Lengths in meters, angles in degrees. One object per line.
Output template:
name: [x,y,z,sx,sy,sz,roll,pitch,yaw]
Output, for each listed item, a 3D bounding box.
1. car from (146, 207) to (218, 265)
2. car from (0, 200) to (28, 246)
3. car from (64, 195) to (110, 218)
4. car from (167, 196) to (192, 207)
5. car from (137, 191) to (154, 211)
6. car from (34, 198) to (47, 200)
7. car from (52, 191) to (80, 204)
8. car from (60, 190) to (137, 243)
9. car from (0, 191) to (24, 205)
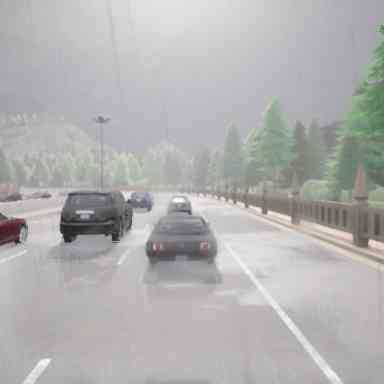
car: [-0.331,1.375,10.734,1.895,1.301,4.718,0,1,-2]
car: [-7.352,1.263,11.117,1.882,1.535,5.008,0,1,-2]
car: [-7.950,1.030,25.762,2.033,1.411,5.357,0,1,-2]
car: [-0.959,1.005,26.026,2.033,1.411,5.357,0,1,-2]
car: [-4.626,0.726,30.501,2.097,1.767,4.553,0,1,-2]
car: [-19.347,0.670,41.880,2.128,1.511,4.902,0,1,-3]
car: [-15.860,0.638,42.249,1.882,1.535,5.008,0,1,-3]
car: [-3.972,0.924,14.625,2.150,2.045,5.566,0,1,-3]
car: [-22.801,0.700,40.861,2.128,1.511,4.902,0,1,-3]
